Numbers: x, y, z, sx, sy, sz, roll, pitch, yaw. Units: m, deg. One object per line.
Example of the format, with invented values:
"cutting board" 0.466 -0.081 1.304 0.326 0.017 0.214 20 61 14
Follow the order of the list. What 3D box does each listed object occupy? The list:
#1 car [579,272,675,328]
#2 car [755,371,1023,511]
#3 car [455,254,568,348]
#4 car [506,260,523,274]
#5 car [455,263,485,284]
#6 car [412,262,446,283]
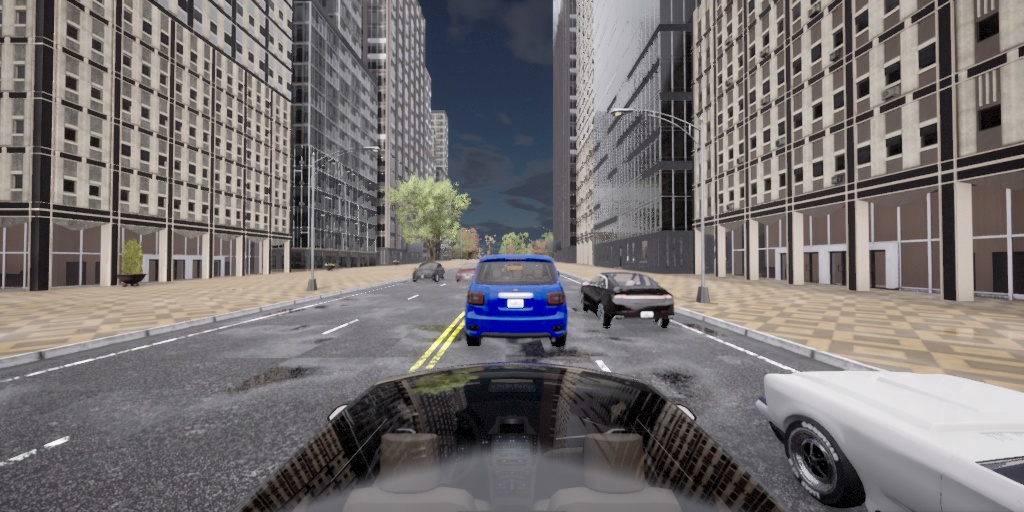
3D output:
"car" 3.394 1.245 11.401 2.128 1.511 4.902 0 0 0
"car" 3.348 1.351 1.406 1.895 1.301 4.718 0 0 0
"car" 0.125 0.975 9.422 2.150 2.045 5.566 0 0 1
"car" 0.298 1.240 43.430 1.882 1.535 5.008 0 0 0
"car" -3.224 1.283 28.181 1.812 1.442 4.674 0 0 0
"car" -6.473 1.262 28.300 1.837 1.490 4.892 0 0 0
